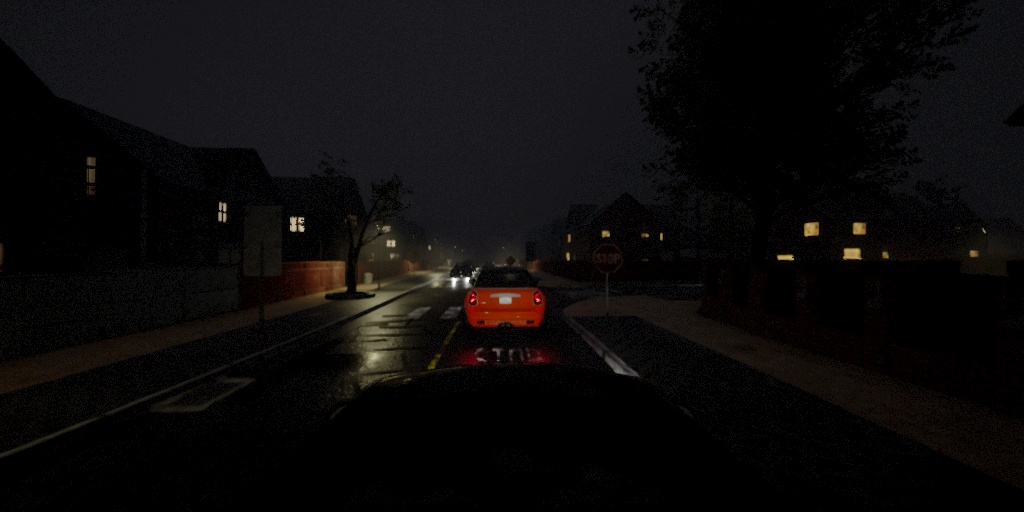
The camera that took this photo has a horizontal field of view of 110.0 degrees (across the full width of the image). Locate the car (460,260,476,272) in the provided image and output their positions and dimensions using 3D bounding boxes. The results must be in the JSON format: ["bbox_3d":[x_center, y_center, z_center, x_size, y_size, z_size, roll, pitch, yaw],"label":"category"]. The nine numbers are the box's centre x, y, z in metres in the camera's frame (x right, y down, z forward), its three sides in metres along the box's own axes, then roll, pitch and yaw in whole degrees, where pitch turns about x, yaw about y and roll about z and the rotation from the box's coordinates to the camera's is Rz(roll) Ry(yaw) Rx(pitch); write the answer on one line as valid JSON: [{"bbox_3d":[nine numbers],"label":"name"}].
[{"bbox_3d":[-5.837,1.280,48.138,1.837,1.490,4.892,0,0,-4],"label":"car"}]

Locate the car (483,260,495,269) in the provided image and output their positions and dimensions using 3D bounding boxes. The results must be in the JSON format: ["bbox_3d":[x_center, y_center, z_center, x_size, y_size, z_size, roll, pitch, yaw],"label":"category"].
[{"bbox_3d":[-3.896,1.402,60.783,1.994,1.385,4.181,0,0,-4],"label":"car"}]

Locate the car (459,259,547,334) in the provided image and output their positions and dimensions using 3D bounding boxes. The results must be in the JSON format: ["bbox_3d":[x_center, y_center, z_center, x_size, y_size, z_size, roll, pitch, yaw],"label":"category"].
[{"bbox_3d":[-0.237,1.085,10.766,2.097,1.767,4.553,0,0,-2],"label":"car"}]

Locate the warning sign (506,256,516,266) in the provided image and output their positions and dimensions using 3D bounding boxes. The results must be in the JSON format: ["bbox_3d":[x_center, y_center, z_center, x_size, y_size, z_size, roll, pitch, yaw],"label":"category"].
[{"bbox_3d":[-0.131,0.875,43.812,1.300,1.860,1.060,0,0,-4],"label":"warning sign"}]

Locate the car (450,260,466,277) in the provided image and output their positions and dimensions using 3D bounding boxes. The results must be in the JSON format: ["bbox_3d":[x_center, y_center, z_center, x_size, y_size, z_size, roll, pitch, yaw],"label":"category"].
[{"bbox_3d":[-4.789,1.295,34.212,1.994,1.385,4.181,0,0,-5],"label":"car"}]

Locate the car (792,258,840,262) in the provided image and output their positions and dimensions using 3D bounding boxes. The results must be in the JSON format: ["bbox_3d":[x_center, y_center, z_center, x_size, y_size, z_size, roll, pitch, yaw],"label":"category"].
[{"bbox_3d":[17.513,0.952,21.398,4.553,1.767,2.097,0,-1,-5],"label":"car"}]
